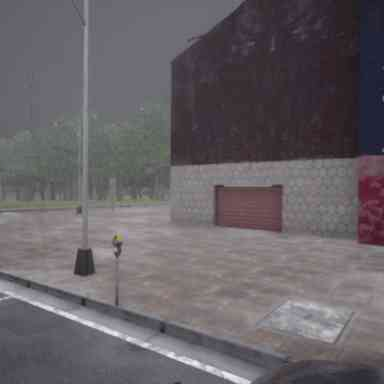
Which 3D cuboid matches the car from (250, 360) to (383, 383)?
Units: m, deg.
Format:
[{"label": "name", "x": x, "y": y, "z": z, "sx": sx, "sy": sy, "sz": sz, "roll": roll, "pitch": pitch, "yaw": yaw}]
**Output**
[{"label": "car", "x": 2.107, "y": 1.561, "z": 1.303, "sx": 4.403, "sy": 1.369, "sz": 2.008, "roll": 1, "pitch": 0, "yaw": 36}]
